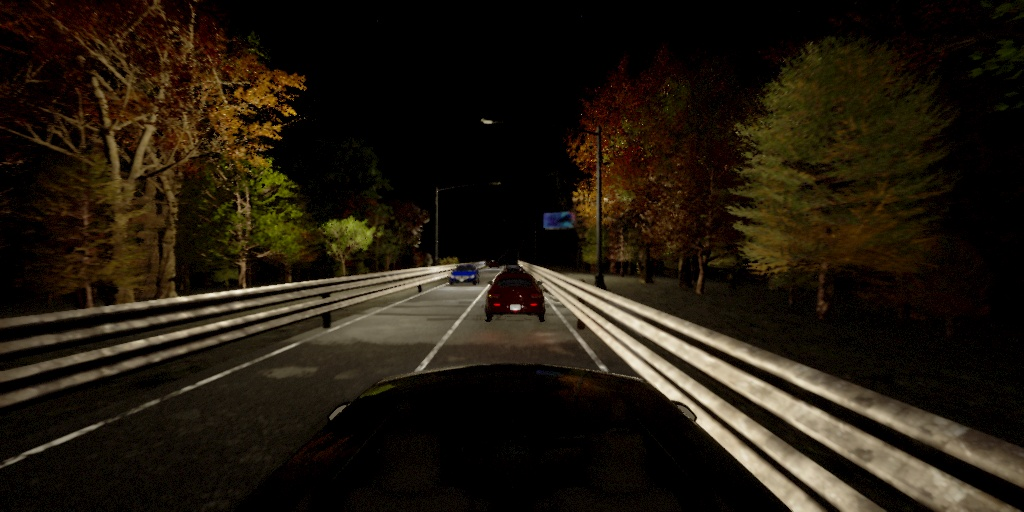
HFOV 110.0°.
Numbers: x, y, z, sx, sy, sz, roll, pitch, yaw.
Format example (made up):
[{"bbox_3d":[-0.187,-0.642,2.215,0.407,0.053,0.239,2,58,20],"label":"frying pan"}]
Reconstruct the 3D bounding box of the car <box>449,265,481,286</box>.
[{"bbox_3d":[-3.347,1.353,26.192,1.812,1.442,4.674,0,0,0],"label":"car"}]

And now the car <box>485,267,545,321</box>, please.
[{"bbox_3d":[0.097,1.283,12.374,1.812,1.442,4.674,0,0,0],"label":"car"}]

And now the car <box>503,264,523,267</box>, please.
[{"bbox_3d":[0.100,1.444,34.641,1.994,1.385,4.181,0,0,0],"label":"car"}]
